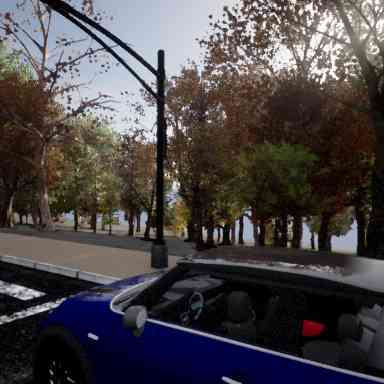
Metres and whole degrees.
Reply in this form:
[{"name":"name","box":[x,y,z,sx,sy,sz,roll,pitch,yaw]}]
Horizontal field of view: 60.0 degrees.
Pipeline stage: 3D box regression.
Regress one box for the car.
[{"name":"car","box":[0.432,1.352,3.349,4.553,1.767,2.097,0,0,34]}]
